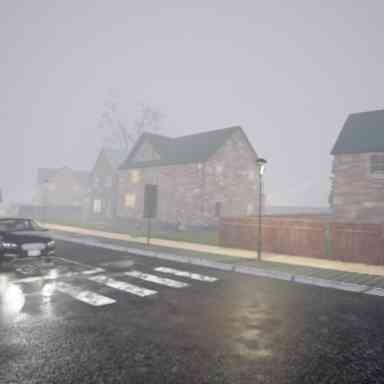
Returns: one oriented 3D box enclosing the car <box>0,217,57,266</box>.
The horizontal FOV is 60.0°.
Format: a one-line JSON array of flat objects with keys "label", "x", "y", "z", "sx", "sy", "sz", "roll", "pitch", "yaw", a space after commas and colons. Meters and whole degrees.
[{"label": "car", "x": -6.652, "y": 1.706, "z": 12.307, "sx": 2.128, "sy": 1.511, "sz": 4.902, "roll": 4, "pitch": -4, "yaw": -43}]
